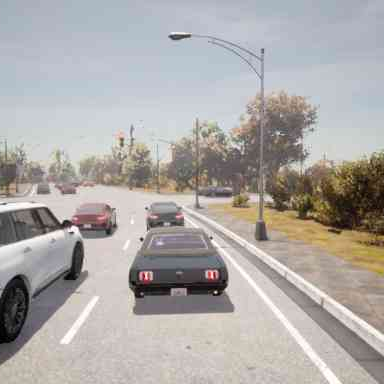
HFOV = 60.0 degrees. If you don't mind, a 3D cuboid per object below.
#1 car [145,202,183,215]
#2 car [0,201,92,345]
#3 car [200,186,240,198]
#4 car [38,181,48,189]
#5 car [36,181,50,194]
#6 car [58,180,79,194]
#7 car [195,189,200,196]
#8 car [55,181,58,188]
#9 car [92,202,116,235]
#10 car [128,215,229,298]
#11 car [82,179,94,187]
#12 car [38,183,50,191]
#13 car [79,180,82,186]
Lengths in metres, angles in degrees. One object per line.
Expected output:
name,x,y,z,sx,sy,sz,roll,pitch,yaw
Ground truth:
car,-1.461,1.219,17.376,1.812,1.442,4.674,0,2,-8
car,-3.774,1.181,6.409,2.150,2.045,5.566,0,1,-4
car,3.969,0.103,44.762,4.718,1.301,1.895,0,3,-22
car,-33.096,-1.611,73.879,1.882,1.535,5.008,-1,3,-25
car,-23.029,-0.484,51.642,1.837,1.490,4.892,-1,3,-23
car,-19.276,-0.643,51.803,2.097,1.767,4.553,-1,3,-23
car,2.839,-0.159,48.069,4.892,1.490,1.837,0,3,-22
car,-25.004,-1.054,64.802,1.895,1.301,4.718,-1,3,-25
car,-4.896,1.247,16.780,1.812,1.442,4.674,0,2,-8
car,-0.387,1.524,8.356,1.895,1.301,4.718,0,1,-4
car,-25.985,-2.203,83.465,2.097,1.767,4.553,-1,3,-25
car,-28.165,-1.016,63.296,1.994,1.385,4.181,-1,3,-25
car,-28.996,-1.993,81.647,1.882,1.535,5.008,-1,3,-25
